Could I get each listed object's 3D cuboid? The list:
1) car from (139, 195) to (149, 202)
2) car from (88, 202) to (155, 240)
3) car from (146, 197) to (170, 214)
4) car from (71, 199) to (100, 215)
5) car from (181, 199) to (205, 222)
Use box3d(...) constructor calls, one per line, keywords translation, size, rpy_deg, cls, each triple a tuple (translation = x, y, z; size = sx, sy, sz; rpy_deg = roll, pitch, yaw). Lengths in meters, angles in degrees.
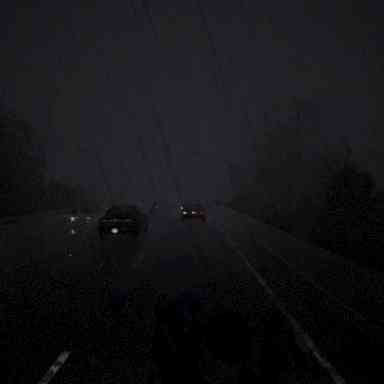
box3d(translation=(-10.507, 1.485, 74.200), size=(1.812, 1.442, 4.674), rpy_deg=(0, 0, 0), cls="car")
box3d(translation=(-3.402, 1.486, 17.101), size=(2.128, 1.511, 4.902), rpy_deg=(0, 0, 0), cls="car")
box3d(translation=(-3.399, 1.552, 35.325), size=(1.994, 1.385, 4.181), rpy_deg=(0, 0, 0), cls="car")
box3d(translation=(-10.595, 1.494, 33.641), size=(1.837, 1.490, 4.892), rpy_deg=(0, 0, 0), cls="car")
box3d(translation=(0.100, 1.539, 26.436), size=(2.033, 1.411, 5.357), rpy_deg=(0, 0, 0), cls="car")
